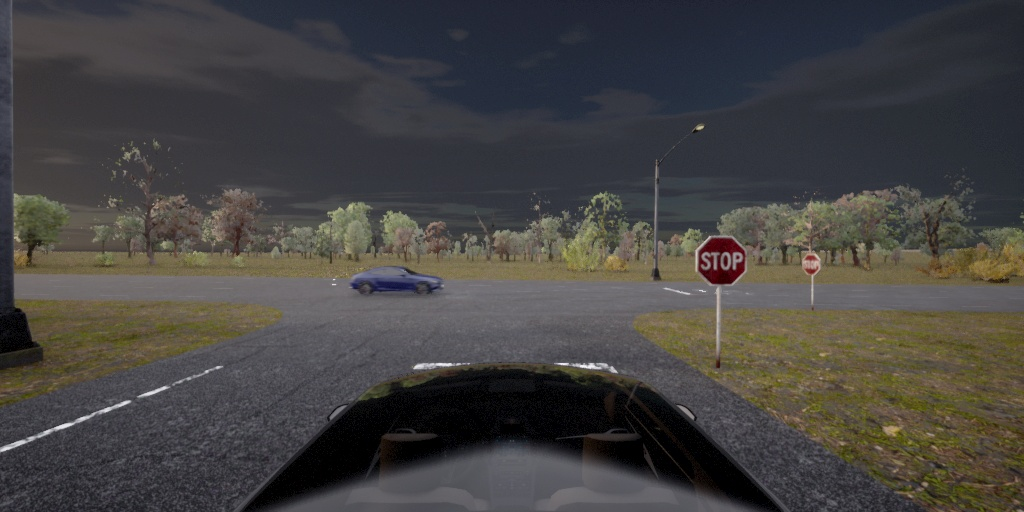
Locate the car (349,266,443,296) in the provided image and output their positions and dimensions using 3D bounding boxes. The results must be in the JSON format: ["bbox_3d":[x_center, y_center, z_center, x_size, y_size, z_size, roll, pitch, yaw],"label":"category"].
[{"bbox_3d":[-5.911,1.253,18.520,4.674,1.442,1.812,0,0,0],"label":"car"}]
